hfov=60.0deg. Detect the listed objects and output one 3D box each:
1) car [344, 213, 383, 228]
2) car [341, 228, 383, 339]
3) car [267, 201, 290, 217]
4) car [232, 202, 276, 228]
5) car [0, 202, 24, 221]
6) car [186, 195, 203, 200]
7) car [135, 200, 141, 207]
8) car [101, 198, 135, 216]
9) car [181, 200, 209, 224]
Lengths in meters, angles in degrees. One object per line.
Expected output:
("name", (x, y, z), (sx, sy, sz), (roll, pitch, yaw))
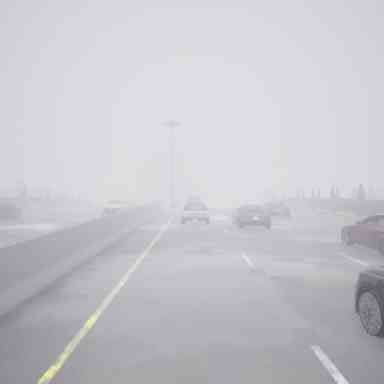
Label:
("car", (7.166, 1.489, 12.025), (1.812, 1.442, 4.674), (0, 0, 0))
("car", (3.645, 1.482, 3.658), (2.128, 1.511, 4.902), (0, 0, 0))
("car", (7.262, 1.457, 29.501), (1.994, 1.385, 4.181), (0, 0, 0))
("car", (3.715, 1.484, 21.305), (1.994, 1.385, 4.181), (0, 0, 0))
("car", (-13.960, 1.431, 23.419), (2.033, 1.411, 5.357), (0, 0, 1))
("car", (0.332, 1.214, 41.599), (2.097, 1.767, 4.553), (0, -1, 0))
("car", (-10.174, 2.137, 58.258), (1.837, 1.490, 4.892), (0, -5, 0))
("car", (-6.915, 1.343, 30.722), (1.882, 1.535, 5.008), (0, 0, 1))
("car", (0.229, 1.505, 23.988), (1.895, 1.301, 4.718), (0, 0, 0))
